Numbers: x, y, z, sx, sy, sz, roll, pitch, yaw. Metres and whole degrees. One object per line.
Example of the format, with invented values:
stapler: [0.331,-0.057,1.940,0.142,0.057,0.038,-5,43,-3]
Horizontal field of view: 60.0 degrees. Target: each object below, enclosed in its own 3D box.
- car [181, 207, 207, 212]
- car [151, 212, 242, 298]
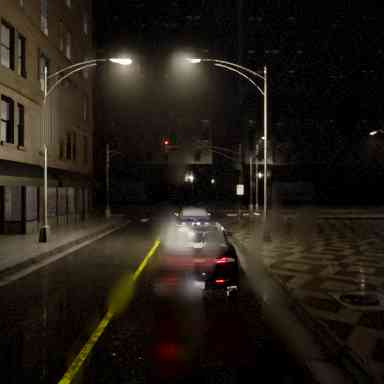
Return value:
car: [0.096,1.547,18.612,2.033,1.411,5.357,0,0,-2]
car: [0.088,1.491,8.501,2.128,1.511,4.902,0,0,0]
